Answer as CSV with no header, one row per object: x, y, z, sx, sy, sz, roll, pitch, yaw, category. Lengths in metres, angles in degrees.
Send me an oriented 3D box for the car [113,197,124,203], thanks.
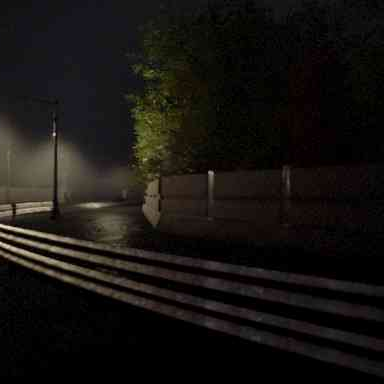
-17.694,1.869,80.279,2.033,1.411,5.357,0,0,0,car
